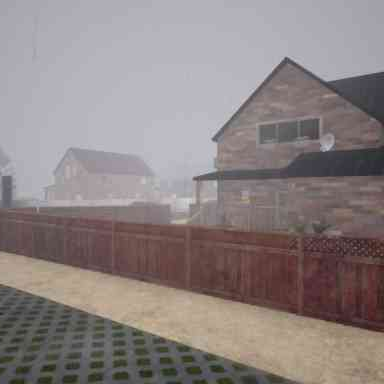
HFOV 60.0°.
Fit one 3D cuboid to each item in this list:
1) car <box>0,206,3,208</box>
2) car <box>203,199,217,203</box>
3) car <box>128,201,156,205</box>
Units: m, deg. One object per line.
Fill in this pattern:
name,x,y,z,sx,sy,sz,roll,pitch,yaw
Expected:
car,-13.051,1.623,21.988,2.033,1.411,5.357,0,0,36
car,2.631,1.725,44.009,1.882,1.535,5.008,0,0,36
car,-5.257,1.664,32.930,1.837,1.490,4.892,0,-1,35
